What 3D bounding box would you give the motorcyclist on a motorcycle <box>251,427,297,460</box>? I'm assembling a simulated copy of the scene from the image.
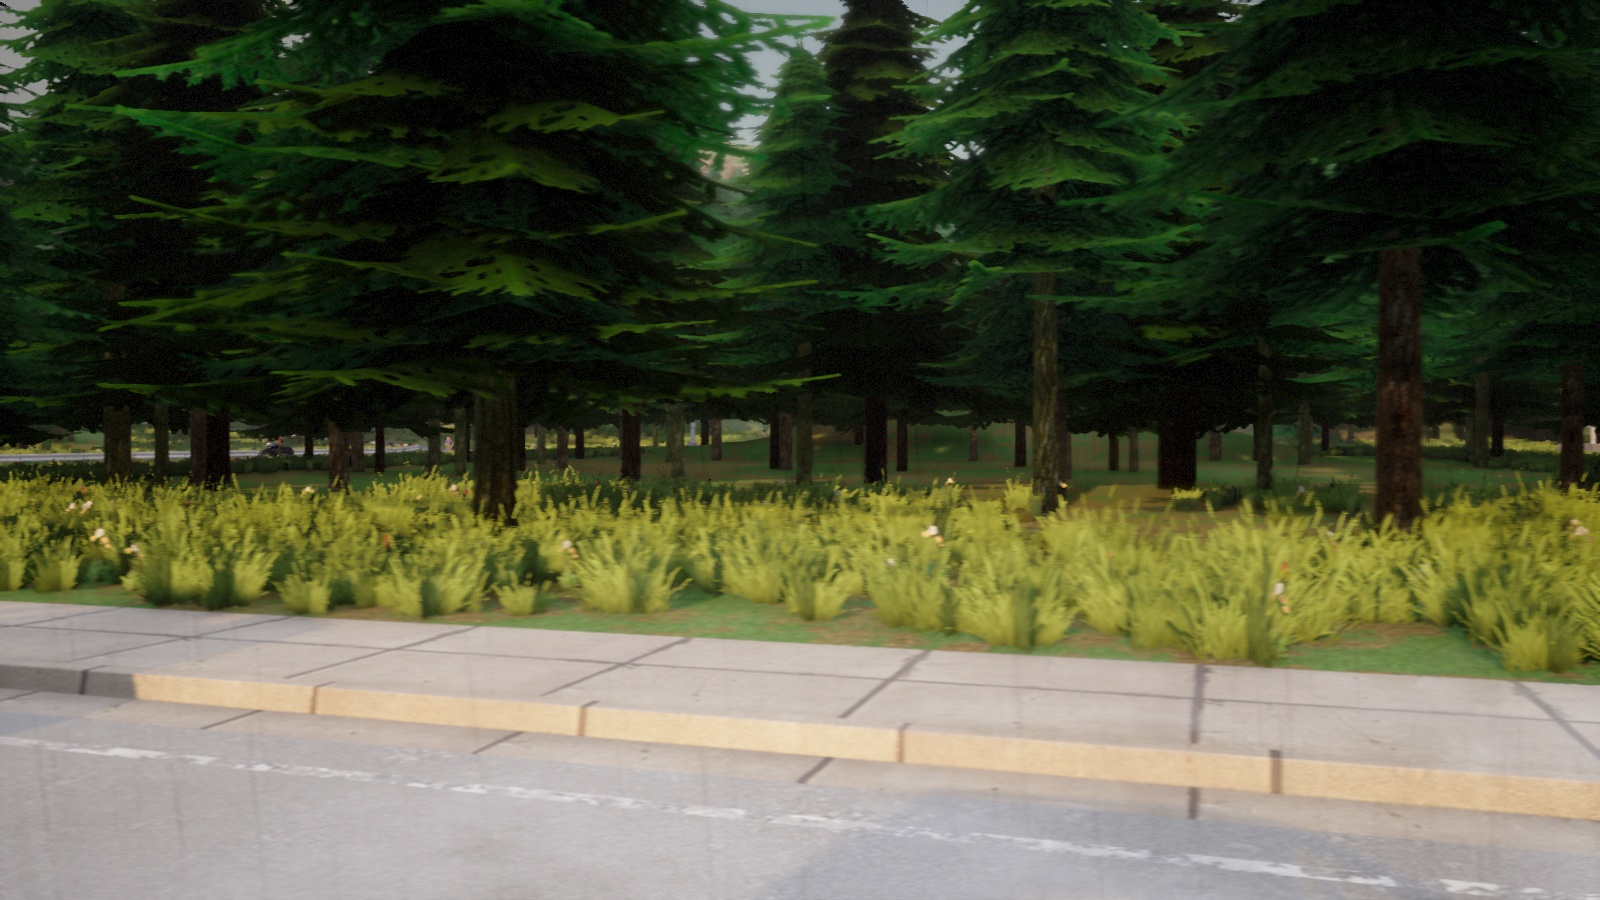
[{"bbox_3d":[-26.432,-0.347,63.172,0.766,1.649,2.350,1,1,20],"label":"motorcyclist on a motorcycle"}]
